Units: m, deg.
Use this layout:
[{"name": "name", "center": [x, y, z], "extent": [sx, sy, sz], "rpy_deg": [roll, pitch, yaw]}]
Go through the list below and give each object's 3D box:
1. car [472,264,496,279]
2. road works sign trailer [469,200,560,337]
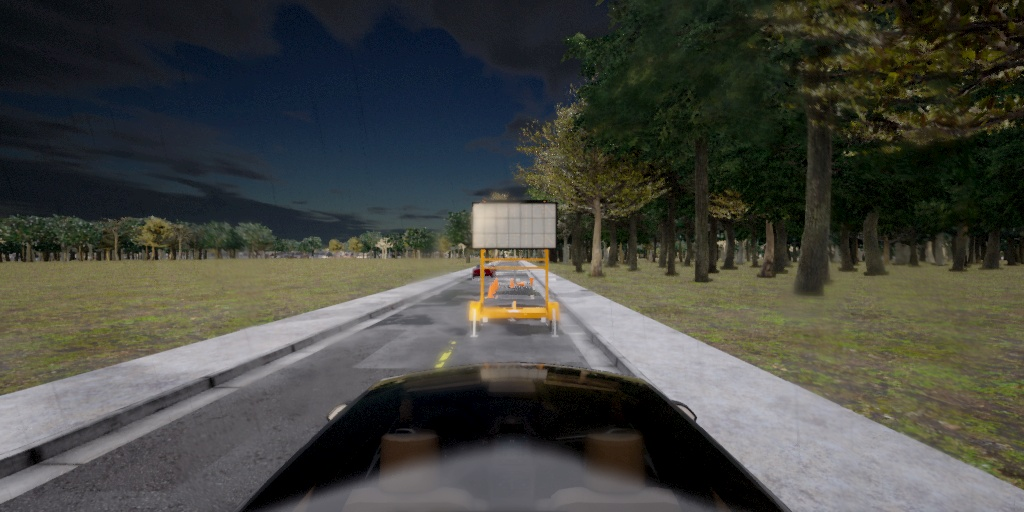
[{"name": "car", "center": [-2.505, 1.351, 32.422], "extent": [1.895, 1.301, 4.718], "rpy_deg": [0, 0, 0]}, {"name": "road works sign trailer", "center": [0.074, 0.214, 10.245], "extent": [2.380, 3.560, 2.880], "rpy_deg": [0, 0, 0]}]
